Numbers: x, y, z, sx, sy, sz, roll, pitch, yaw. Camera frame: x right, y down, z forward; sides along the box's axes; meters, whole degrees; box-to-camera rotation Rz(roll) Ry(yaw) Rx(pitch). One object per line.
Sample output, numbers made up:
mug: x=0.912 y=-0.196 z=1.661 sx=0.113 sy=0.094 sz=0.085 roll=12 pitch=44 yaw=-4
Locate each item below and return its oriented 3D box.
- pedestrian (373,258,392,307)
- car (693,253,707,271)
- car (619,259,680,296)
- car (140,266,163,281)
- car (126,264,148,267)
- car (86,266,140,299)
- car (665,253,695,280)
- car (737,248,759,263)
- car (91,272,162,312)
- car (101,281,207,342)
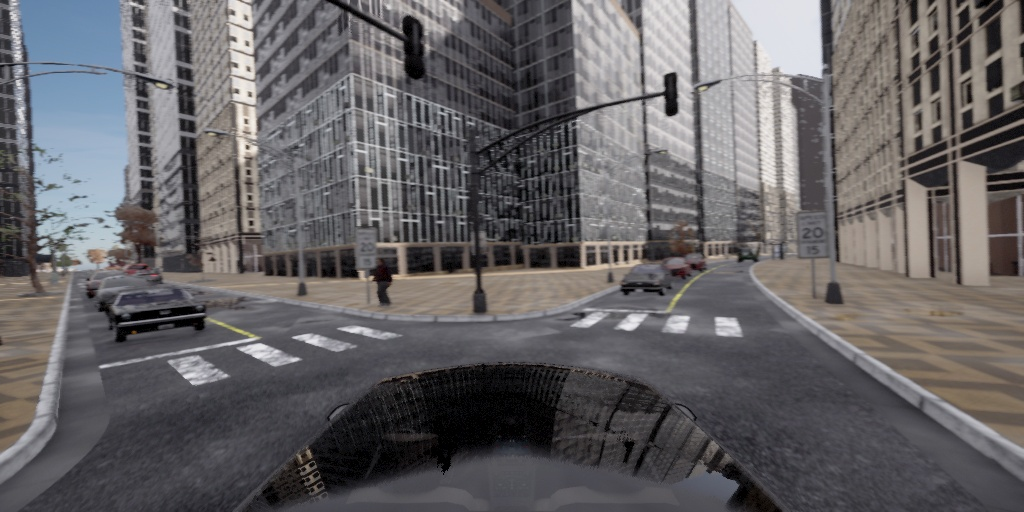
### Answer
pedestrian: x=-4.580 y=0.923 z=12.769 sx=0.375 sy=1.860 sz=0.375 roll=-2 pitch=0 yaw=39
car: x=17.295 y=0.534 z=34.437 sx=2.097 sy=1.767 sz=4.553 roll=-2 pitch=0 yaw=35
car: x=6.807 y=1.066 z=17.790 sx=2.033 sy=1.411 sz=5.357 roll=-2 pitch=0 yaw=30
car: x=-35.522 y=2.081 z=34.928 sx=4.902 sy=1.511 sz=2.128 roll=-1 pitch=1 yaw=39
car: x=-43.323 y=2.003 z=41.311 sx=5.566 sy=2.045 sz=2.150 roll=-1 pitch=1 yaw=39
car: x=-27.020 y=1.788 z=24.163 sx=4.553 sy=1.767 sz=2.097 roll=-1 pitch=1 yaw=39
car: x=11.864 y=0.829 z=26.182 sx=1.882 sy=1.535 sz=5.008 roll=-2 pitch=0 yaw=32
car: x=33.382 y=-0.104 z=50.798 sx=2.150 sy=2.045 sz=5.566 roll=-2 pitch=0 yaw=39
car: x=-18.782 y=1.739 z=17.413 sx=4.892 sy=1.490 sz=1.837 roll=-2 pitch=1 yaw=39
car: x=-11.104 y=1.644 z=11.131 sx=4.718 sy=1.301 sz=1.895 roll=-1 pitch=1 yaw=39
